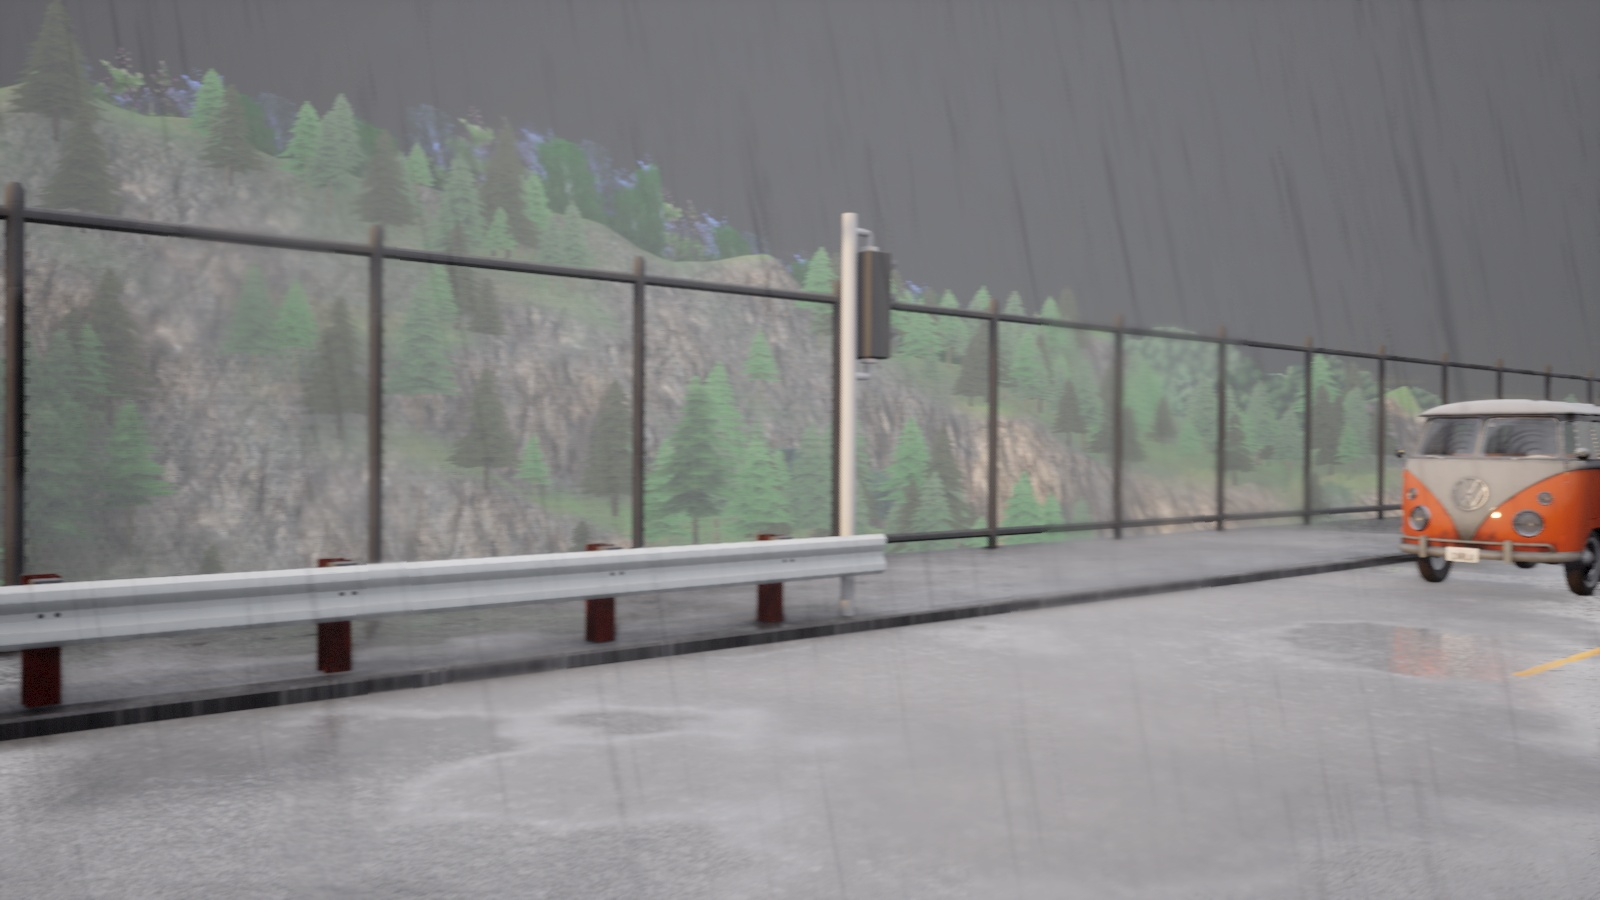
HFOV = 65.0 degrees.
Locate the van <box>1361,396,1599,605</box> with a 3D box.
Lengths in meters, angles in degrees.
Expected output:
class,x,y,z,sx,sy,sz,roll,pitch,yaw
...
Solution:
class,x,y,z,sx,sy,sz,roll,pitch,yaw
van,8.190,0.474,14.040,4.442,1.987,1.775,0,0,-41
